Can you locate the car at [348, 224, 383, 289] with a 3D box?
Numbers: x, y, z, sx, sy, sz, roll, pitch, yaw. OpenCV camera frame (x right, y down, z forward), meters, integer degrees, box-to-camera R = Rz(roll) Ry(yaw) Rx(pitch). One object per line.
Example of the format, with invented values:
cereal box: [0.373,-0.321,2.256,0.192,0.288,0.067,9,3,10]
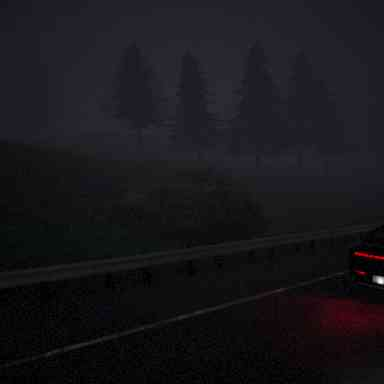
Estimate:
car: [5.613,1.453,7.919,4.892,1.490,1.837,0,0,-37]
